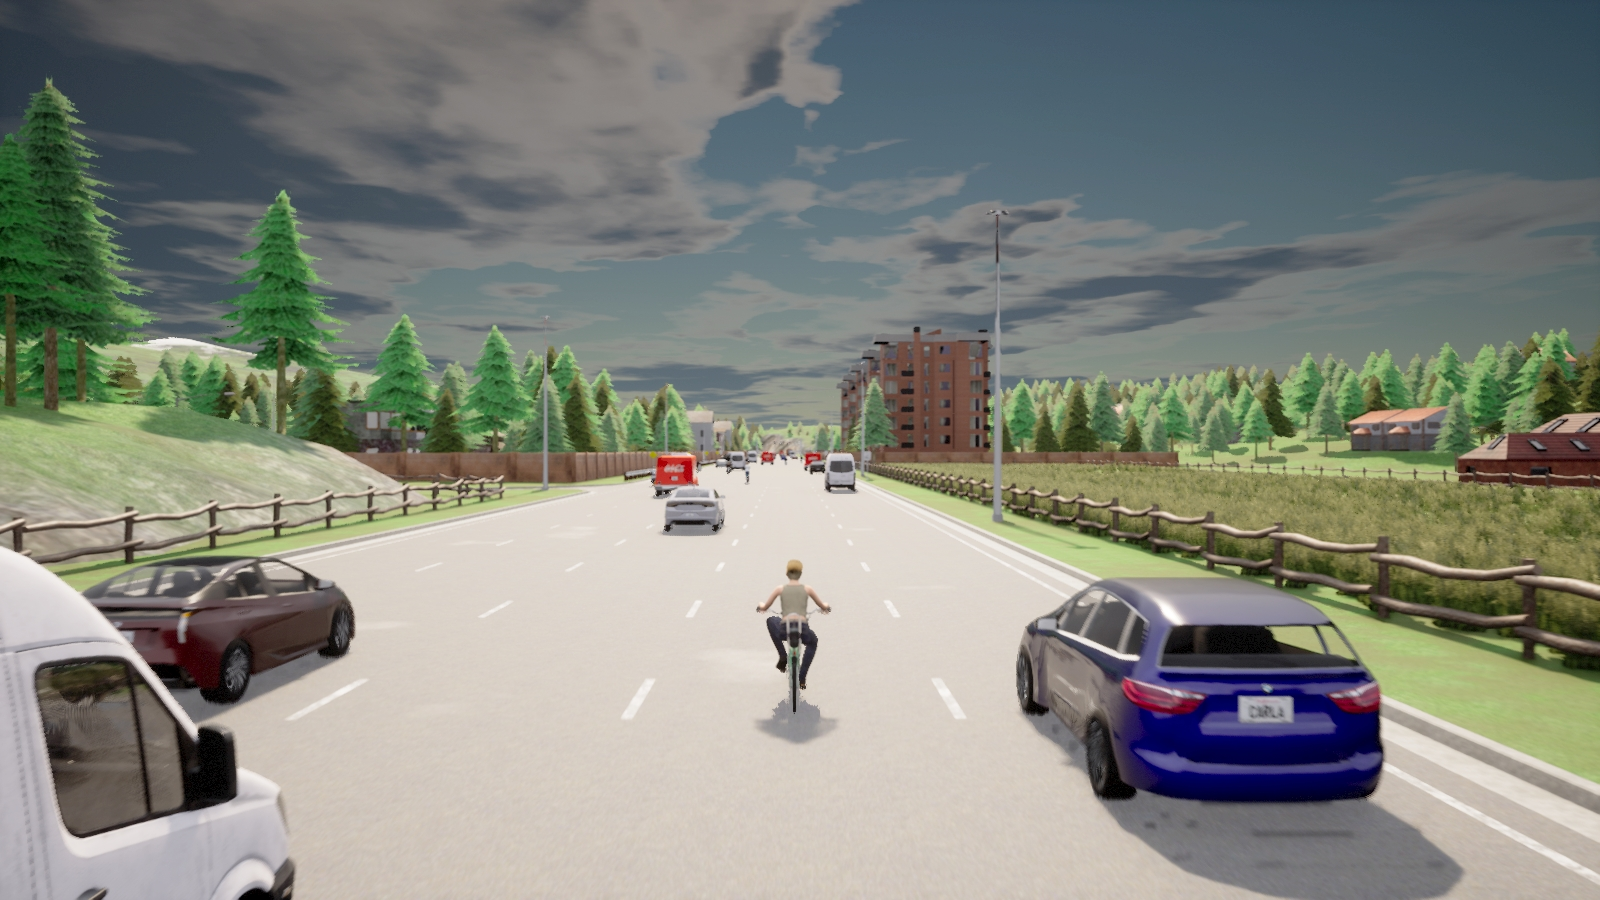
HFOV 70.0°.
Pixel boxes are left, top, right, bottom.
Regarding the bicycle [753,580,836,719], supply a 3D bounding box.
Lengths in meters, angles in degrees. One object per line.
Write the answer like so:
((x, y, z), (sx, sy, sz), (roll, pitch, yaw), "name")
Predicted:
((-0.065, 2.165, 12.670), (0.859, 1.276, 1.487), (0, 0, -1), "bicycle")

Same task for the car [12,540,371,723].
((-7.113, 2.047, 14.022), (2.007, 1.525, 4.514), (0, 0, 0), "car")

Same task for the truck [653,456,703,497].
((-7.596, 1.605, 71.497), (2.627, 2.467, 5.204), (0, 0, -1), "truck")

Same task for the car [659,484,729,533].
((-3.768, 2.055, 41.349), (2.097, 1.535, 5.006), (0, 0, 0), "car")

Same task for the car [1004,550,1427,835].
((3.451, 1.975, 10.659), (2.242, 1.667, 4.611), (0, 0, 0), "car")

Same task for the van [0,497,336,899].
((-3.515, 1.537, 3.281), (1.988, 2.561, 5.915), (0, 0, 0), "van")
